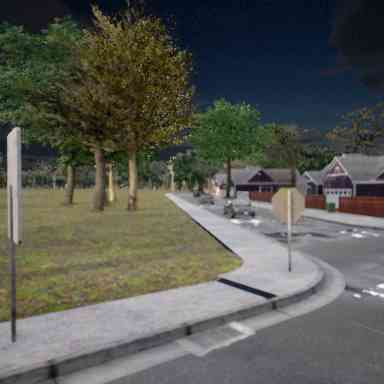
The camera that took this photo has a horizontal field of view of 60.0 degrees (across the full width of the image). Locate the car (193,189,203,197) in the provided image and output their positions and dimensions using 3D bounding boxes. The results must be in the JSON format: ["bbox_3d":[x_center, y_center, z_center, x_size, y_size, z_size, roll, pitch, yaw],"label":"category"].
[{"bbox_3d":[1.441,0.242,74.860,2.150,2.045,5.566,-1,1,-6],"label":"car"}]

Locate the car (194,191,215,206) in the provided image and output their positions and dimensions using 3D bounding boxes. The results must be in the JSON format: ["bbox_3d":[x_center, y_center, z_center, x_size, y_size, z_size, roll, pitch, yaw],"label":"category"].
[{"bbox_3d":[1.833,1.003,44.643,1.837,1.490,4.892,-1,1,-6],"label":"car"}]

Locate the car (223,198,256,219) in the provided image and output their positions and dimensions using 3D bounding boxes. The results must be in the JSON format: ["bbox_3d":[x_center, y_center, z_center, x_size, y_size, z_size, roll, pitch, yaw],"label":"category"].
[{"bbox_3d":[3.744,1.263,26.805,1.812,1.442,4.674,-1,1,-6],"label":"car"}]
